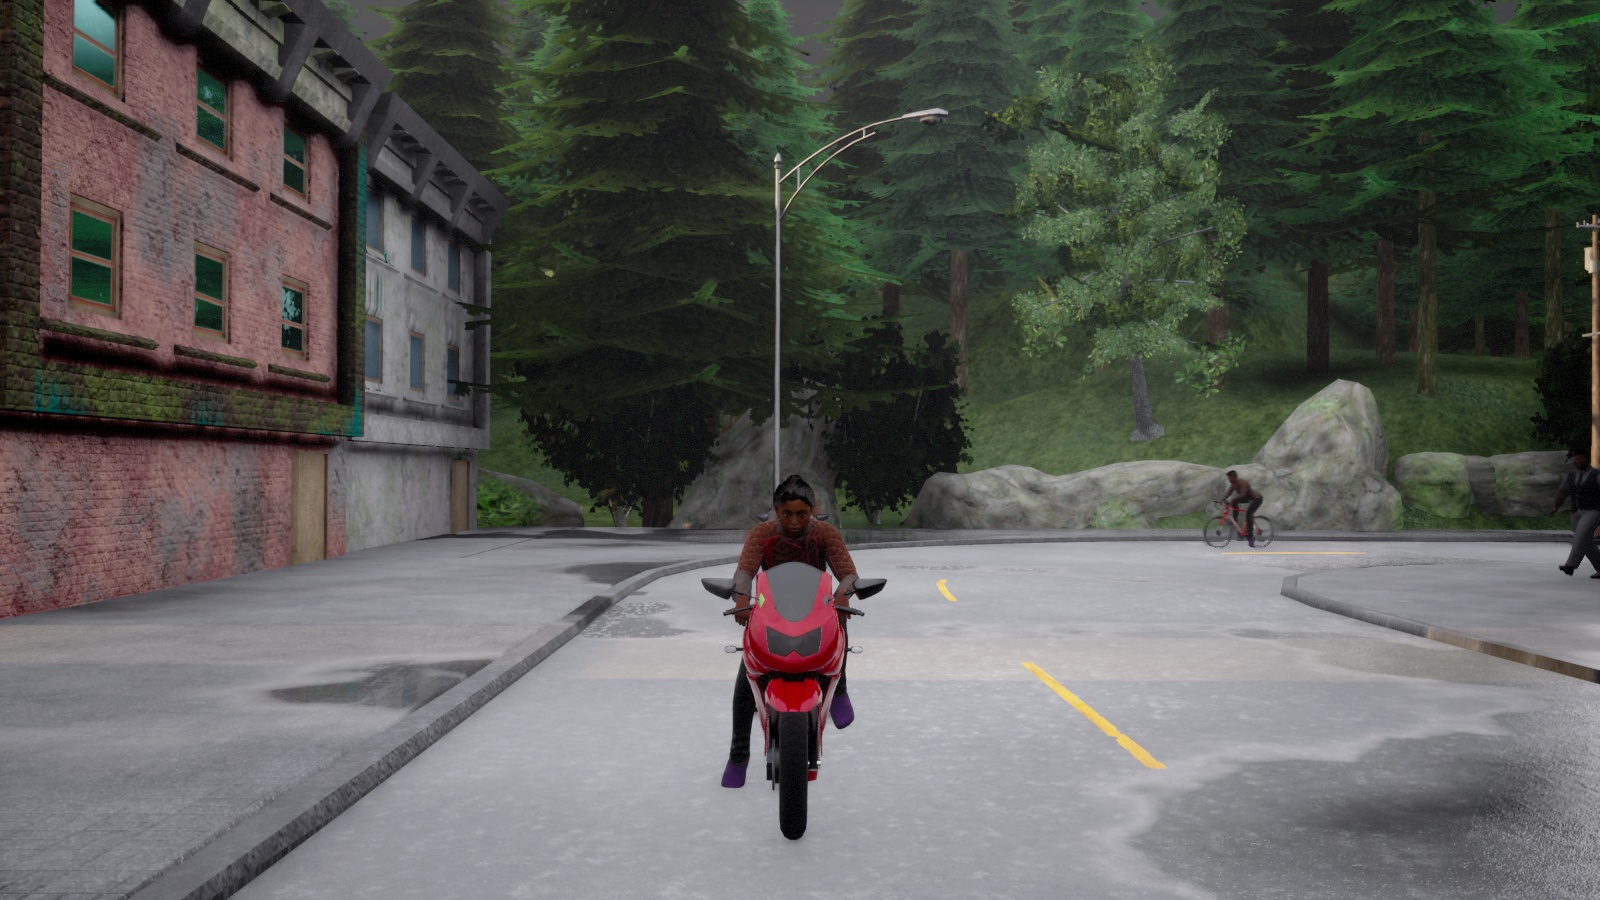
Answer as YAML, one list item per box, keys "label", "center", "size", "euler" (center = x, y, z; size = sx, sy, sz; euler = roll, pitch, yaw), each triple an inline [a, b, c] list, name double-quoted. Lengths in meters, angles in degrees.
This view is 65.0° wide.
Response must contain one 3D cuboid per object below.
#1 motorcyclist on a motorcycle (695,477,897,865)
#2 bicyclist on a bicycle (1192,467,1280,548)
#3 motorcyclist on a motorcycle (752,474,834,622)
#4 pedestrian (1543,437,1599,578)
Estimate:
- label: "motorcyclist on a motorcycle"
  center: [-0.023, 0.898, 6.008]
  size: [0.797, 1.523, 2.044]
  euler: [0, -1, 0]
- label: "bicyclist on a bicycle"
  center: [9.010, 1.168, 25.958]
  size: [1.656, 1.620, 0.582]
  euler: [0, 0, -14]
- label: "motorcyclist on a motorcycle"
  center: [-0.046, 1.032, 14.025]
  size: [0.797, 1.523, 2.044]
  euler: [0, -1, 3]
- label: "pedestrian"
  center: [10.712, 0.769, 17.144]
  size: [0.849, 1.883, 0.563]
  euler: [0, -1, -22]
